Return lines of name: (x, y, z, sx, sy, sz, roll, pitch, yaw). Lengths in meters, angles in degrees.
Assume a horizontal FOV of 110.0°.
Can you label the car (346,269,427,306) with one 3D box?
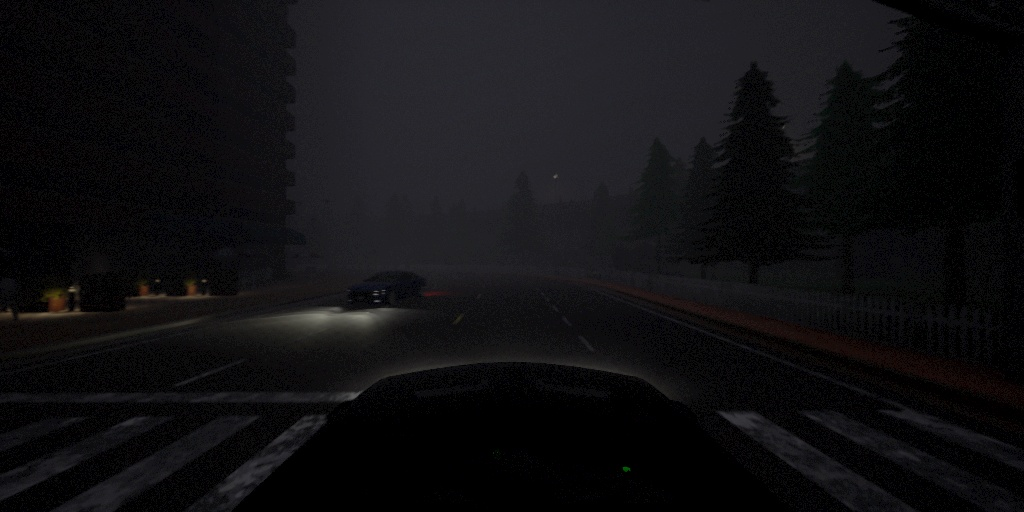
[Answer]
car: (-5.691, 1.402, 16.875, 1.882, 1.535, 5.008, 0, 1, 9)
